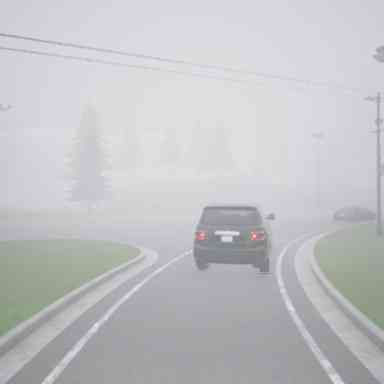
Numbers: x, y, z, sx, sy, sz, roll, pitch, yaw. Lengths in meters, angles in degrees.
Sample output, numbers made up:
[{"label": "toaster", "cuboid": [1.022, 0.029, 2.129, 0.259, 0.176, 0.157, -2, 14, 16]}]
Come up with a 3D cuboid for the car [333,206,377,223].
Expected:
[{"label": "car", "cuboid": [14.212, 1.883, 28.906, 4.181, 1.385, 1.994, 0, -1, -32]}]

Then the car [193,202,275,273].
[{"label": "car", "cuboid": [1.606, 1.351, 11.427, 2.150, 2.045, 5.566, 0, 0, 14]}]
